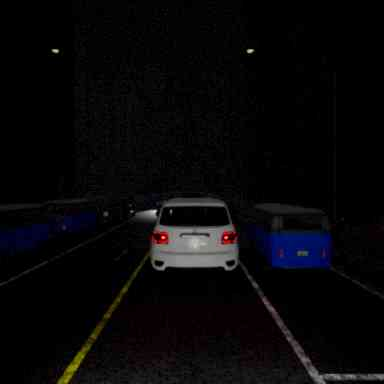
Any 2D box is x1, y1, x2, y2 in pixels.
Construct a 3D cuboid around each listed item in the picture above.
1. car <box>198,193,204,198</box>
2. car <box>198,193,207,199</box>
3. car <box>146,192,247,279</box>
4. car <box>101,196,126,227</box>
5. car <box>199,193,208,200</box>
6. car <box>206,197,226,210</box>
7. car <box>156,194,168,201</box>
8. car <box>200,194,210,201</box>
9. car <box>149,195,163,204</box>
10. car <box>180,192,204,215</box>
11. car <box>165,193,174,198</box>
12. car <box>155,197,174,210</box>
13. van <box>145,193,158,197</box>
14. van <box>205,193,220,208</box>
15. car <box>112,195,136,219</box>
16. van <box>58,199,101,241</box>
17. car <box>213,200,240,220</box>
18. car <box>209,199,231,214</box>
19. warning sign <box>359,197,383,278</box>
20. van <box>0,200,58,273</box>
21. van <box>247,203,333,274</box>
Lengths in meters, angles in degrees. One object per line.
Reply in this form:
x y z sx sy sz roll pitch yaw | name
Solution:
2.555 0.901 94.863 1.752 1.417 4.829 0 0 0 | car
2.580 1.022 83.412 1.947 1.339 4.313 0 0 0 | car
0.050 1.159 9.996 2.150 2.045 5.566 0 1 0 | car
-5.811 1.303 21.342 1.967 1.590 4.097 0 0 0 | car
2.592 1.046 77.771 2.008 1.369 4.403 0 0 0 | car
2.678 1.320 38.288 1.947 1.339 4.313 0 0 0 | car
-5.909 1.137 66.469 1.947 1.339 4.313 0 0 0 | car
2.616 1.116 66.490 1.887 1.381 4.507 0 0 0 | car
-5.884 1.189 55.188 1.887 1.381 4.507 0 0 0 | car
0.024 1.010 33.064 2.150 2.045 5.566 0 0 0 | car
-5.958 0.983 89.033 1.947 1.339 4.313 0 0 0 | car
-3.182 1.345 39.775 1.895 1.301 4.718 0 0 0 | car
-5.873 1.022 49.546 1.690 1.788 3.998 0 0 0 | van
2.665 1.059 43.927 1.690 1.788 3.998 0 0 0 | van
-5.823 1.142 26.983 2.192 1.841 5.009 0 0 0 | car
-5.799 1.240 15.701 1.690 1.788 3.998 0 0 0 | van
2.703 1.409 27.007 1.802 1.307 4.206 0 0 0 | car
2.691 1.373 32.647 1.802 1.307 4.206 0 0 0 | car
5.056 1.062 8.225 1.300 1.860 1.060 0 1 0 | warning sign
-5.786 1.276 10.060 1.690 1.788 3.998 0 0 0 | van
2.739 1.276 10.084 1.690 1.788 3.998 0 0 0 | van
